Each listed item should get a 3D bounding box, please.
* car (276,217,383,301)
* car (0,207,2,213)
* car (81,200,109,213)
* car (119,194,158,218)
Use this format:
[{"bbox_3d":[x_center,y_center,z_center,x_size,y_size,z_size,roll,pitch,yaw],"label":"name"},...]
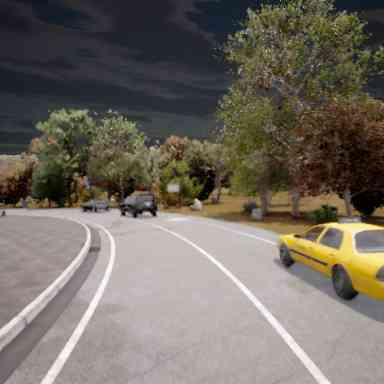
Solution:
[{"bbox_3d":[3.723,1.382,8.223,1.801,1.575,5.366,-1,0,-7],"label":"car"},{"bbox_3d":[-34.732,2.937,57.823,4.902,1.511,2.128,-3,2,41],"label":"car"},{"bbox_3d":[-12.111,1.736,41.384,2.128,1.511,4.902,-5,2,-42],"label":"car"},{"bbox_3d":[-5.101,1.236,31.240,2.150,2.045,5.566,-3,1,-29],"label":"car"}]
